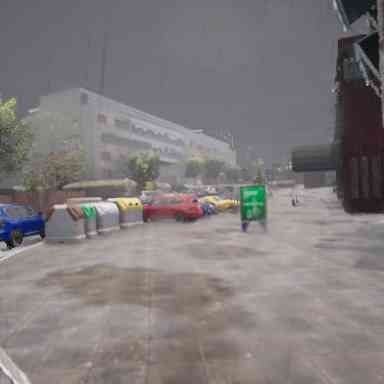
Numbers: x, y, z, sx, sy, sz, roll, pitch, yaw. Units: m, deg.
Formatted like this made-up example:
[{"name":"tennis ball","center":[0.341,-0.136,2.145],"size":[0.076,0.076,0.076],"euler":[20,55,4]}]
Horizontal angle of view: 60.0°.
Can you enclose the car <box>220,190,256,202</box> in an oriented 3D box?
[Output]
[{"name":"car","center":[6.631,0.582,47.790],"size":[4.674,1.452,2.002],"euler":[-2,2,22]}]

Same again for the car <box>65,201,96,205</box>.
[{"name":"car","center":[-12.460,1.989,32.914],"size":[4.892,1.521,2.231],"euler":[-2,1,22]}]

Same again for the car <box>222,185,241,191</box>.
[{"name":"car","center":[11.055,-1.113,92.644],"size":[4.892,1.521,2.231],"euler":[-2,2,22]}]

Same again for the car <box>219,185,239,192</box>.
[{"name":"car","center":[10.022,-0.977,90.052],"size":[4.892,1.521,2.231],"euler":[-2,2,22]}]

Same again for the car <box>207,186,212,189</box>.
[{"name":"car","center":[0.803,0.279,66.694],"size":[4.792,1.488,2.163],"euler":[-2,2,22]}]

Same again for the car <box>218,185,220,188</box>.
[{"name":"car","center":[2.895,-0.151,71.860],"size":[4.553,1.767,2.185],"euler":[-2,2,22]}]

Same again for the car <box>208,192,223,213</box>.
[{"name":"car","center":[0.145,1.274,31.406],"size":[4.553,1.767,2.185],"euler":[-2,2,22]}]

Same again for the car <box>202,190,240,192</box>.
[{"name":"car","center":[3.458,0.967,39.709],"size":[4.892,1.521,2.231],"euler":[-2,2,22]}]

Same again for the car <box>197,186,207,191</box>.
[{"name":"car","center":[-0.229,0.261,64.094],"size":[4.553,1.767,2.185],"euler":[-2,2,22]}]

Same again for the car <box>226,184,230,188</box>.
[{"name":"car","center":[5.943,-0.393,79.665],"size":[4.674,1.452,2.002],"euler":[-2,2,22]}]

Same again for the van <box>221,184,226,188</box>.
[{"name":"van","center":[4.796,-0.518,77.104],"size":[4.442,1.987,1.878],"euler":[-2,2,22]}]

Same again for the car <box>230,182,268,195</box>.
[{"name":"car","center":[9.870,-0.140,55.961],"size":[5.566,2.045,2.435],"euler":[-2,2,22]}]

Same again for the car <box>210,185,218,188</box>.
[{"name":"car","center":[1.811,-0.137,69.280],"size":[5.566,2.045,2.435],"euler":[-2,2,22]}]

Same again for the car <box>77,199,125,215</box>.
[{"name":"car","center":[-10.420,1.749,38.127],"size":[4.892,1.521,2.231],"euler":[-2,2,22]}]

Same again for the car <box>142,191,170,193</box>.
[{"name":"car","center":[-6.321,1.202,48.505],"size":[5.008,1.535,2.097],"euler":[-2,2,22]}]

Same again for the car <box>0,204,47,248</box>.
[{"name":"car","center":[-9.179,1.645,17.003],"size":[2.150,2.045,5.566],"euler":[-2,-1,1]}]

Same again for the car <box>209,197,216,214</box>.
[{"name":"car","center":[-0.852,1.513,28.765],"size":[5.008,1.535,2.097],"euler":[-2,1,22]}]

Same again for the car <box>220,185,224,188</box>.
[{"name":"car","center":[3.869,-0.130,74.481],"size":[4.792,1.488,2.163],"euler":[-2,2,22]}]

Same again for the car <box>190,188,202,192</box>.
[{"name":"car","center":[-1.187,0.550,61.478],"size":[4.792,1.488,2.163],"euler":[-2,2,22]}]

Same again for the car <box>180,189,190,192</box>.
[{"name":"car","center":[-3.342,0.676,56.188],"size":[4.553,1.767,2.185],"euler":[-2,2,22]}]

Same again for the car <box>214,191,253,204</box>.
[{"name":"car","center":[5.585,0.714,45.046],"size":[4.792,1.488,2.163],"euler":[-2,2,22]}]

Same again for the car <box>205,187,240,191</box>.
[{"name":"car","center":[4.504,0.702,42.310],"size":[4.553,1.767,2.185],"euler":[-2,2,22]}]

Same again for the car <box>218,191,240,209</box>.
[{"name":"car","center":[2.504,1.106,36.797],"size":[5.366,1.575,1.946],"euler":[-2,2,22]}]

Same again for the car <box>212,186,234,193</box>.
[{"name":"car","center":[7.942,-0.700,84.739],"size":[5.008,1.535,2.097],"euler":[-2,2,22]}]

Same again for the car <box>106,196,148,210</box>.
[{"name":"car","center":[-8.410,1.482,43.197],"size":[4.892,1.521,2.231],"euler":[-2,2,22]}]

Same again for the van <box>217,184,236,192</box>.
[{"name":"van","center":[9.102,-1.071,87.403],"size":[4.442,1.987,1.878],"euler":[-2,2,22]}]

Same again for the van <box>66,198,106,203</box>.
[{"name":"van","center":[-11.340,1.648,35.478],"size":[4.442,1.987,1.878],"euler":[-2,1,22]}]

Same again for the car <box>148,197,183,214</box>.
[{"name":"car","center":[-2.799,1.449,36.337],"size":[1.812,1.442,4.674],"euler":[-2,2,21]}]

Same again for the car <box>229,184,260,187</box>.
[{"name":"car","center":[8.792,0.125,53.373],"size":[4.553,1.767,2.185],"euler":[-2,2,22]}]

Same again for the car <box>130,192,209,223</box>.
[{"name":"car","center":[-1.975,1.359,26.035],"size":[5.566,2.045,2.435],"euler":[-2,1,22]}]

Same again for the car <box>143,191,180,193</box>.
[{"name":"car","center":[-5.291,0.814,51.086],"size":[5.566,2.045,2.435],"euler":[-2,2,22]}]
